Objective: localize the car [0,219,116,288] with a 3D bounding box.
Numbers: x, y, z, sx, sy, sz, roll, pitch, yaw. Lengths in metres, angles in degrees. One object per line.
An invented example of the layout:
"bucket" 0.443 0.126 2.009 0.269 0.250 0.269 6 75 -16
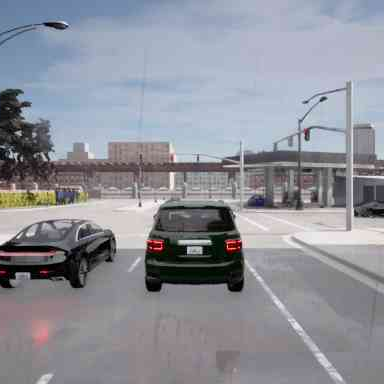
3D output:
"car" -3.436 1.492 9.194 2.128 1.511 4.902 0 0 0

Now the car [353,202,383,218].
"car" 16.123 1.563 29.242 4.181 1.385 1.994 0 0 -1

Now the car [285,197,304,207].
"car" 15.368 1.456 50.073 1.970 1.475 3.806 0 0 0

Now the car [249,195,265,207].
"car" 9.624 1.295 49.301 2.242 1.667 4.611 0 0 0

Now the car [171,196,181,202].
"car" -3.630 1.552 74.542 1.994 1.385 4.181 0 0 0

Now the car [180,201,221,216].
"car" 0.748 1.601 33.573 1.895 1.301 4.718 0 0 -30

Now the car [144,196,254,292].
"car" 0.069 1.221 9.112 2.150 2.045 5.566 0 0 0
